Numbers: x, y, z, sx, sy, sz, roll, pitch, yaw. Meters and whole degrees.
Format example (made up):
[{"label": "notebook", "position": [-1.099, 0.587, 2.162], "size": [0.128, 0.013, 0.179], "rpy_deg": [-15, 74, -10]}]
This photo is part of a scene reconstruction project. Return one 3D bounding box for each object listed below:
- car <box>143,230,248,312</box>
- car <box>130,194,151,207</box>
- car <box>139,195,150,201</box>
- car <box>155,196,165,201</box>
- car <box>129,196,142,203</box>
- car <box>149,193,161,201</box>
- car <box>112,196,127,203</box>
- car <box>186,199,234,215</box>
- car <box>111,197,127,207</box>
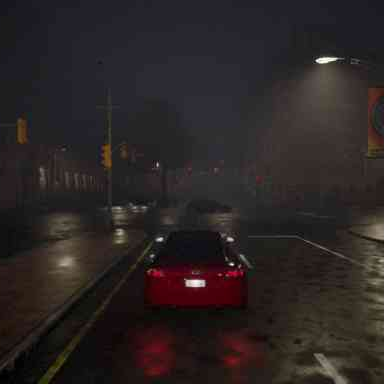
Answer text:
[{"label": "car", "position": [0.072, 1.564, 7.814], "size": [1.994, 1.385, 4.181], "rpy_deg": [0, 0, 0]}, {"label": "car", "position": [-8.113, 1.505, 52.853], "size": [1.837, 1.490, 4.892], "rpy_deg": [0, 0, 0]}, {"label": "car", "position": [-11.530, 1.553, 81.374], "size": [1.994, 1.385, 4.181], "rpy_deg": [0, 0, 0]}, {"label": "car", "position": [-8.031, 1.595, 83.636], "size": [1.895, 1.301, 4.718], "rpy_deg": [0, 0, 0]}, {"label": "car", "position": [-11.526, 1.562, 68.505], "size": [1.994, 1.385, 4.181], "rpy_deg": [0, 0, 0]}, {"label": "car", "position": [-8.026, 1.224, 68.872], "size": [2.150, 2.045, 5.566], "rpy_deg": [0, 0, 0]}, {"label": "car", "position": [-14.775, 1.595, 67.921], "size": [1.895, 1.301, 4.718], "rpy_deg": [0, 0, 0]}, {"label": "car", "position": [1.745, 1.505, 33.332], "size": [4.892, 1.490, 1.837], "rpy_deg": [0, 1, 27]}, {"label": "car", "position": [-11.719, 1.601, 52.264], "size": [1.895, 1.301, 4.718], "rpy_deg": [0, 0, 2]}]
